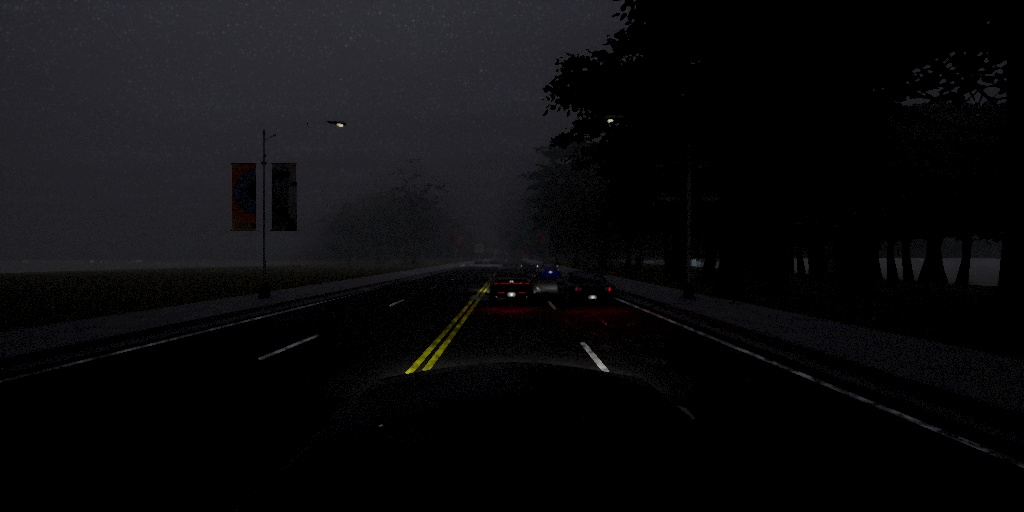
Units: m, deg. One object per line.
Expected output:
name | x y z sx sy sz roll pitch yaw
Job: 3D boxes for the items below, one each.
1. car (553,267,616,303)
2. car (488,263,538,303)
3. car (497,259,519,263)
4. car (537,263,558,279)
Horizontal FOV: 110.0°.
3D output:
car | 3.228 1.356 16.565 1.895 1.301 4.718 0 0 0
car | -0.022 1.256 16.525 1.837 1.490 4.892 0 0 0
car | -0.089 1.199 31.529 1.882 1.535 5.008 0 0 0
car | 3.161 1.287 31.548 1.994 1.385 4.181 0 0 0
